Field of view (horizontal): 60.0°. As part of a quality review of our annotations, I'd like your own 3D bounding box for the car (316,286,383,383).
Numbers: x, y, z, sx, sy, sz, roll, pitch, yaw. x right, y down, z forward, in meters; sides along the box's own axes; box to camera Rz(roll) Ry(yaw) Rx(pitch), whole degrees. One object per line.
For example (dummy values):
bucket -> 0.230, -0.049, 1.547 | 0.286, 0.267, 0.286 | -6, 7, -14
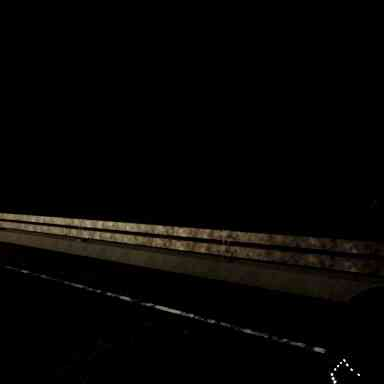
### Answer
car -> 3.504, 1.223, 1.493 | 5.566, 2.045, 2.150 | 0, 0, 35
